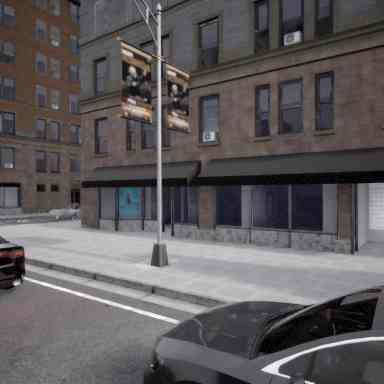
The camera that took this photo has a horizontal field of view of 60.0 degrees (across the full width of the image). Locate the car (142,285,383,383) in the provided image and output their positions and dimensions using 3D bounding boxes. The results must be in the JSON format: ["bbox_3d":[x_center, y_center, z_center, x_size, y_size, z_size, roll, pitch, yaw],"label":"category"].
[{"bbox_3d":[1.788,1.505,2.412,4.892,1.490,1.837,0,0,35],"label":"car"}]

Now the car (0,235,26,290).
[{"bbox_3d":[-5.948,1.478,7.899,5.008,1.535,1.882,0,0,35],"label":"car"}]

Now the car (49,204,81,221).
[{"bbox_3d":[-9.034,1.632,27.316,1.895,1.301,4.718,0,0,36],"label":"car"}]
